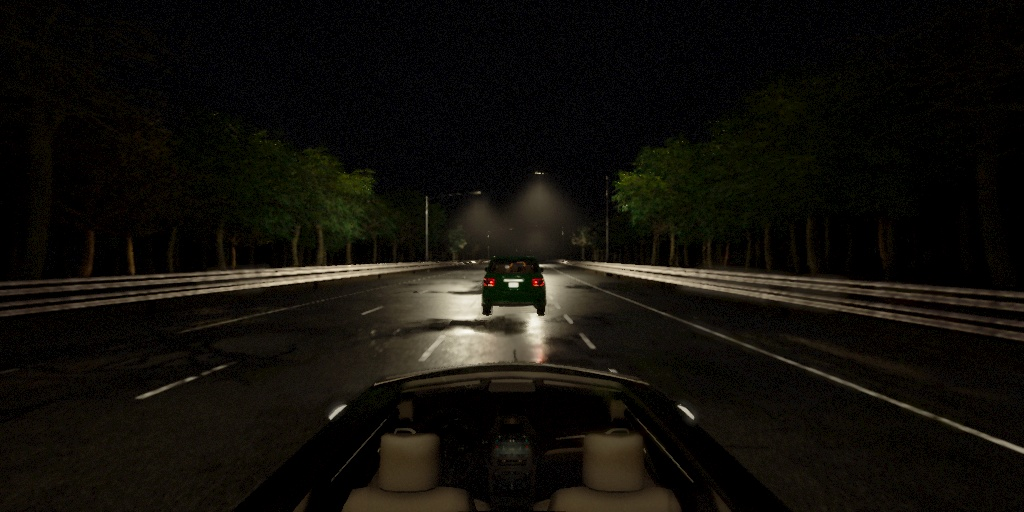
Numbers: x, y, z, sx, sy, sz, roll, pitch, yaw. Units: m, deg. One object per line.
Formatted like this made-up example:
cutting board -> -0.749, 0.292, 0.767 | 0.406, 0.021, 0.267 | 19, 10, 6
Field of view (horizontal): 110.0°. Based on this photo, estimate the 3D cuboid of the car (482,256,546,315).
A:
car -> 0.087, 1.014, 13.881 | 2.150, 2.045, 5.566 | 0, 0, 1
